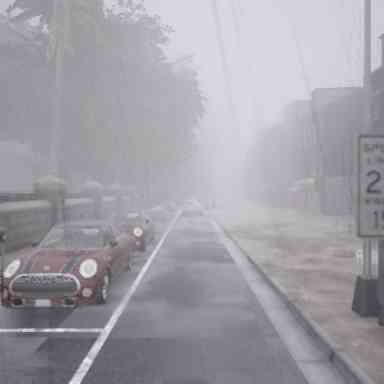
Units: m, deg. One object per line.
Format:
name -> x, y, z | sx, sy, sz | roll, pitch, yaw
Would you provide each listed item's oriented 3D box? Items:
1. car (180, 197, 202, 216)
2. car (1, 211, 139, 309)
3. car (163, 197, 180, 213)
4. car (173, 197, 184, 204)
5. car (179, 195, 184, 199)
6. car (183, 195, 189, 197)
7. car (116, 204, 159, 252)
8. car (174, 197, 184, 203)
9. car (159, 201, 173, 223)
car -> 0.006, 1.536, 33.020 | 1.812, 1.442, 4.674 | 0, 0, 0
car -> -2.642, 1.435, 7.878 | 1.967, 1.590, 4.097 | 0, 0, 0
car -> -2.641, 1.567, 36.321 | 2.008, 1.369, 4.403 | 0, 0, 0
car -> -2.641, 1.645, 64.764 | 2.008, 1.369, 4.403 | -1, 0, 0
car -> -2.641, 1.602, 53.387 | 1.887, 1.381, 4.507 | 0, 0, 0
car -> 0.049, 1.567, 47.252 | 1.812, 1.442, 4.674 | 0, 0, 1
car -> -2.641, 1.434, 13.565 | 1.967, 1.590, 4.097 | 0, 0, 0
car -> -2.641, 1.682, 70.453 | 1.947, 1.339, 4.313 | -1, 0, 0
car -> -2.641, 1.582, 24.944 | 1.802, 1.307, 4.206 | 0, 0, 0
